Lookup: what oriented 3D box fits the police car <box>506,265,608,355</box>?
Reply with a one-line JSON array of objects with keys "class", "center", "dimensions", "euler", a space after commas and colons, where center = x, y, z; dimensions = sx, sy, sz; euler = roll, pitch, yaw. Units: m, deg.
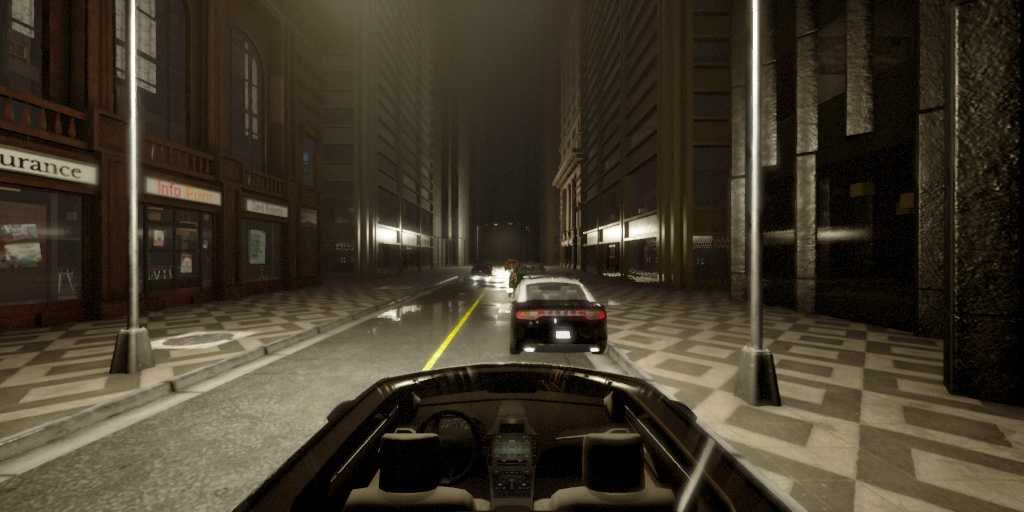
[{"class": "police car", "center": [0.891, 1.177, 8.868], "dimensions": [1.930, 1.638, 5.238], "euler": [0, 0, 0]}]

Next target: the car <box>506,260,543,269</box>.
[{"class": "car", "center": [0.878, 1.108, 18.728], "dimensions": [2.097, 1.767, 4.553], "euler": [0, 0, 0]}]

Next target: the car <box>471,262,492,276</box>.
[{"class": "car", "center": [-3.045, 1.341, 36.711], "dimensions": [1.994, 1.385, 4.181], "euler": [0, 0, 0]}]
